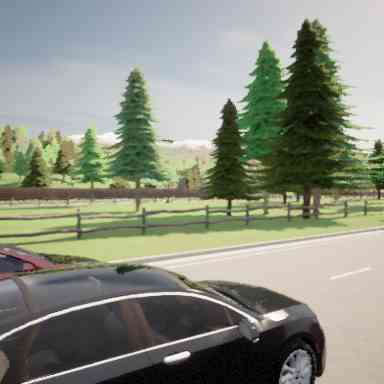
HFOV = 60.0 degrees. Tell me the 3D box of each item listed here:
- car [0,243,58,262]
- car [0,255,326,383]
[{"bbox_3d":[-3.376,1.563,5.638,4.181,1.385,1.994,0,0,-36],"label":"car"},{"bbox_3d":[-0.659,1.503,3.277,4.892,1.490,1.837,0,0,-36],"label":"car"}]
